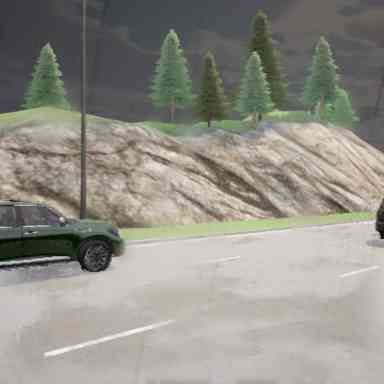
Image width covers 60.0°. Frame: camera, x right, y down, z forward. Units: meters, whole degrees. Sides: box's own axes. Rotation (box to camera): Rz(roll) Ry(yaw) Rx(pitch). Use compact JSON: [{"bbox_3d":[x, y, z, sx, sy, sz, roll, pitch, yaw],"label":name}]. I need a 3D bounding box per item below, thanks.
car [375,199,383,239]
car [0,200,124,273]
[{"bbox_3d":[10.931,1.220,15.869,5.566,2.045,2.150,0,0,-36],"label":"car"},{"bbox_3d":[-4.671,1.222,9.003,5.566,2.045,2.150,0,0,-36],"label":"car"}]
